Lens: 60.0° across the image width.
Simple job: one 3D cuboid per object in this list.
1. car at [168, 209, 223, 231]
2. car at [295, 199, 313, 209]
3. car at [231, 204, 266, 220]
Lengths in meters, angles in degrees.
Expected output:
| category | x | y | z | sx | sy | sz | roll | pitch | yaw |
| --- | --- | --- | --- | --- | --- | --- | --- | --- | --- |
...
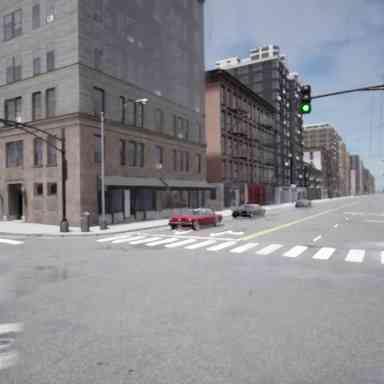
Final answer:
| category | x | y | z | sx | sy | sz | roll | pitch | yaw |
| --- | --- | --- | --- | --- | --- | --- | --- | --- | --- |
| car | 0.315 | 1.833 | 22.788 | 1.895 | 1.301 | 4.718 | -1 | -1 | 30 |
| car | 17.616 | 1.846 | 52.314 | 2.033 | 1.411 | 5.357 | -1 | -1 | 30 |
| car | 5.403 | 1.855 | 31.521 | 1.895 | 1.301 | 4.718 | -1 | -1 | 30 |
